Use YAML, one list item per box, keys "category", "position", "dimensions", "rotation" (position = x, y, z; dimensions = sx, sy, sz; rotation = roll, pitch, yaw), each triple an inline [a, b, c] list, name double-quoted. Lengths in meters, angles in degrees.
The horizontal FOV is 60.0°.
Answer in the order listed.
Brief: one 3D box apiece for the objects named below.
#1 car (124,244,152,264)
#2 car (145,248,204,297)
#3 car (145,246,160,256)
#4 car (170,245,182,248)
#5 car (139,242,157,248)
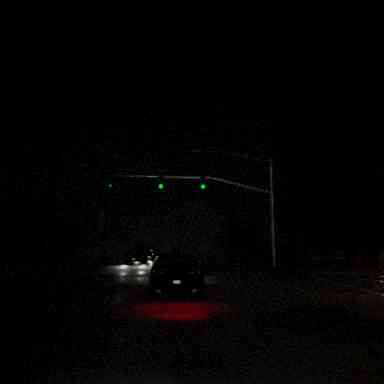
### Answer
- category: "car"
  position: [-5.141, 5.907, 31.069]
  dimensions: [1.837, 1.490, 4.892]
  rotation: [0, -9, -3]
- category: "car"
  position: [-0.610, 3.138, 13.230]
  dimensions: [1.882, 1.535, 5.008]
  rotation: [0, -9, -3]
- category: "car"
  position: [-5.964, 8.983, 50.697]
  dimensions: [1.994, 1.385, 4.181]
  rotation: [0, -9, -3]
- category: "car"
  position: [-2.604, 9.428, 54.152]
  dimensions: [1.882, 1.535, 5.008]
  rotation: [0, -9, -3]
- category: "car"
  position: [-5.579, 7.127, 40.886]
  dimensions: [2.150, 2.045, 5.566]
  rotation: [0, -9, -2]
